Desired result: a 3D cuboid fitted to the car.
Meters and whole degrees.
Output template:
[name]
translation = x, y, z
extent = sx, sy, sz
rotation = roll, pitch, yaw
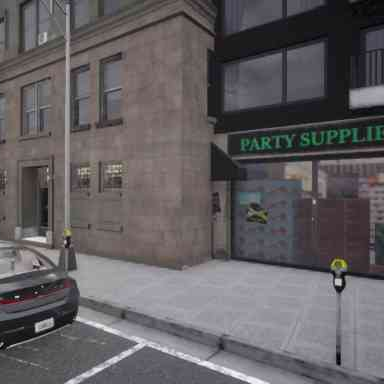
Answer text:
[car]
translation = -3.762, 1.551, 5.726
extent = 4.403, 1.369, 2.008
rotation = 0, 0, 35
